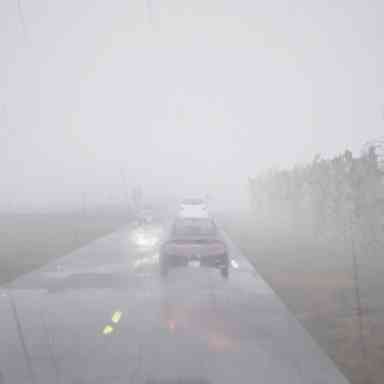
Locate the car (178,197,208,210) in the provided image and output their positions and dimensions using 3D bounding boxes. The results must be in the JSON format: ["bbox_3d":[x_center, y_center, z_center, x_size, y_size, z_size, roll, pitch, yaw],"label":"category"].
[{"bbox_3d":[0.077,1.383,26.715,2.150,2.045,5.566,0,0,0],"label":"car"}]

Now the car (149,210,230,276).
[{"bbox_3d":[0.077,1.551,10.495,2.128,1.511,4.902,0,0,0],"label":"car"}]

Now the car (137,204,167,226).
[{"bbox_3d":[-2.853,1.639,24.787,2.128,1.511,4.902,0,0,0],"label":"car"}]
